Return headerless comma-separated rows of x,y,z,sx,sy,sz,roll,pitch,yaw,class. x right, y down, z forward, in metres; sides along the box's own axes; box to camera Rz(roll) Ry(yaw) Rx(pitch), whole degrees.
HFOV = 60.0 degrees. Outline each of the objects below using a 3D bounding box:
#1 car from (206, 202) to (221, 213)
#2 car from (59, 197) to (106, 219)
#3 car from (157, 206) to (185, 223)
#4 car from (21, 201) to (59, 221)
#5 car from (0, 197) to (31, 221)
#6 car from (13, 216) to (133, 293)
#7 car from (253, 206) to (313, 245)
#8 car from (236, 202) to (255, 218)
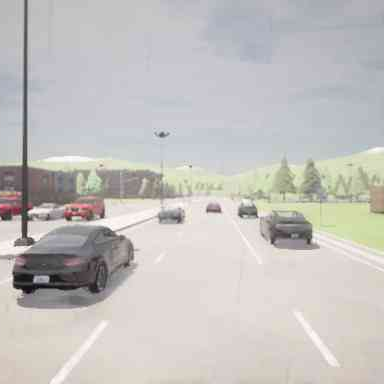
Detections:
2.814,1.985,43.352,1.994,1.385,4.181,0,-1,4,car
-9.669,1.493,30.619,2.150,2.045,5.566,0,-1,4,car
-1.681,1.876,28.669,1.895,1.301,4.718,0,-1,4,car
-13.191,1.808,30.467,1.812,1.442,4.674,0,-1,4,car
-16.711,1.502,30.346,2.150,2.045,5.566,0,-1,4,car
-2.905,1.610,8.983,1.812,1.442,4.674,0,-1,3,car
4.538,1.657,16.543,2.128,1.511,4.902,0,-1,4,car
5.740,1.832,34.680,2.128,1.511,4.902,0,-1,4,car
